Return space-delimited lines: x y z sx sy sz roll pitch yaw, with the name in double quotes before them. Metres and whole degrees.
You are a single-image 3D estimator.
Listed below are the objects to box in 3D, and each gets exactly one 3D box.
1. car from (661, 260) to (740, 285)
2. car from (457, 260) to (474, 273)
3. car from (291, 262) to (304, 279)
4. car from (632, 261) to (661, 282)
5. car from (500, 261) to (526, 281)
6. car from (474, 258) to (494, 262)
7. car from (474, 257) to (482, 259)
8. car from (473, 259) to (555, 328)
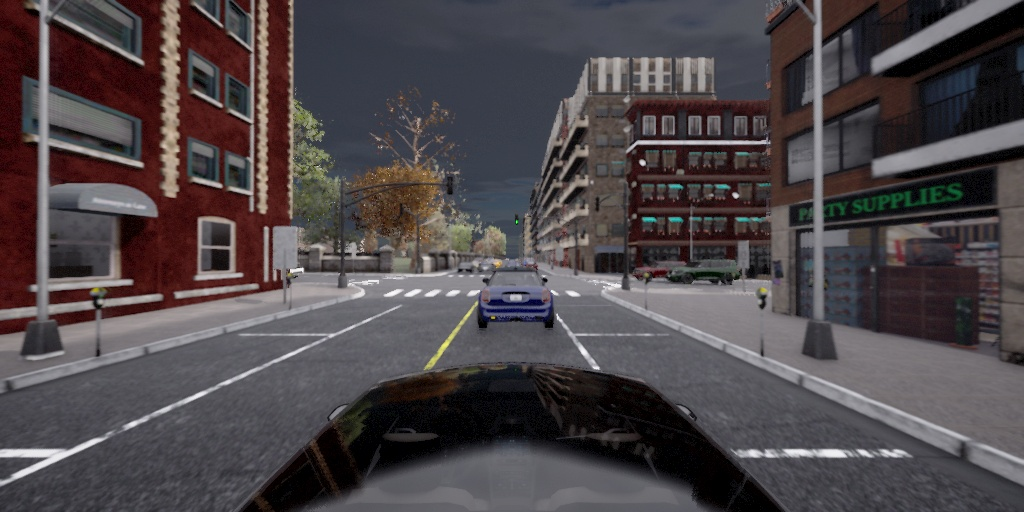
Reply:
"car" 15.760 1.312 29.715 5.566 2.045 2.150 0 0 -1
"car" -5.675 1.372 44.622 1.948 1.339 4.313 0 0 0
"car" -18.343 0.690 26.224 5.566 2.045 2.150 1 0 1
"car" 13.459 1.383 32.274 5.009 1.841 2.192 0 0 -1
"car" 0.110 1.277 31.896 2.128 1.511 4.902 0 0 0
"car" -3.078 1.296 43.904 2.128 1.511 4.902 0 0 0
"car" -5.671 1.354 55.713 1.751 1.417 4.829 0 0 0
"car" 0.103 1.111 11.497 2.097 1.767 4.553 0 0 0
